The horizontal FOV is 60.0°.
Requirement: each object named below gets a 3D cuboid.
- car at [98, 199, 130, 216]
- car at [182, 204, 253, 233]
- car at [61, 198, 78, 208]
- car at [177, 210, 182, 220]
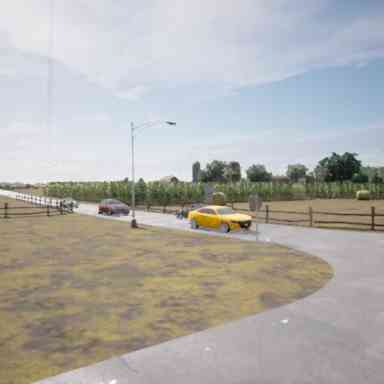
[{"bbox_3d":[-8.418,1.586,35.620,2.097,1.767,4.553,-1,1,-35],"label":"car"},{"bbox_3d":[1.711,1.662,21.396,1.882,1.535,5.008,-1,0,-35],"label":"car"},{"bbox_3d":[-18.574,1.655,50.039,1.812,1.442,4.674,-1,1,-35],"label":"car"},{"bbox_3d":[0.532,1.705,27.880,1.812,1.442,4.674,-1,0,-35],"label":"car"}]
